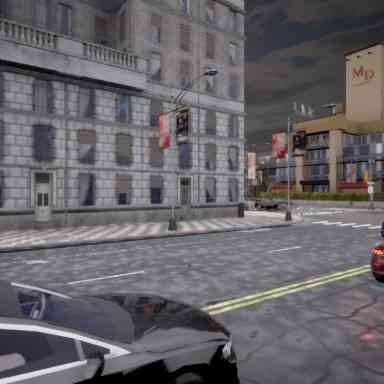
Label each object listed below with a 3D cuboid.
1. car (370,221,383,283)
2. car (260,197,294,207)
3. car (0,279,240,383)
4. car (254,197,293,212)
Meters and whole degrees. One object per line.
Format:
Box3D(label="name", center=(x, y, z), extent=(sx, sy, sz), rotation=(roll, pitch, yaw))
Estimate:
Box3D(label="car", center=(6.273, 1.526, 8.356), extent=(4.674, 1.442, 1.812), rotation=(0, 0, -36))
Box3D(label="car", center=(13.776, 1.547, 54.083), extent=(2.033, 1.411, 5.357), rotation=(0, 0, -37))
Box3D(label="car", center=(-1.779, 1.492, 2.595), extent=(4.902, 1.511, 2.128), rotation=(0, 0, -35))
Box3D(label="car", center=(9.673, 1.491, 39.902), extent=(2.128, 1.511, 4.902), rotation=(0, 0, -36))
